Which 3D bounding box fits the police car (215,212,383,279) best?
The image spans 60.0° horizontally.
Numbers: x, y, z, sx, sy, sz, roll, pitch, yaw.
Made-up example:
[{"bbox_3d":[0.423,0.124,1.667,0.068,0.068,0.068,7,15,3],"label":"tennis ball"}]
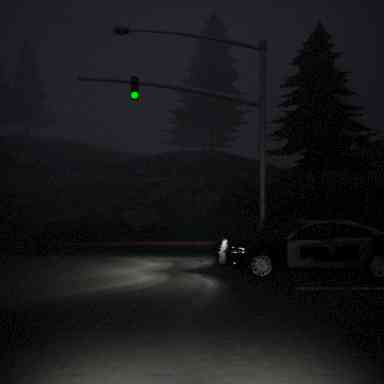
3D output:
[{"bbox_3d":[3.311,1.431,9.468,5.238,1.638,1.930,0,0,1],"label":"police car"}]
